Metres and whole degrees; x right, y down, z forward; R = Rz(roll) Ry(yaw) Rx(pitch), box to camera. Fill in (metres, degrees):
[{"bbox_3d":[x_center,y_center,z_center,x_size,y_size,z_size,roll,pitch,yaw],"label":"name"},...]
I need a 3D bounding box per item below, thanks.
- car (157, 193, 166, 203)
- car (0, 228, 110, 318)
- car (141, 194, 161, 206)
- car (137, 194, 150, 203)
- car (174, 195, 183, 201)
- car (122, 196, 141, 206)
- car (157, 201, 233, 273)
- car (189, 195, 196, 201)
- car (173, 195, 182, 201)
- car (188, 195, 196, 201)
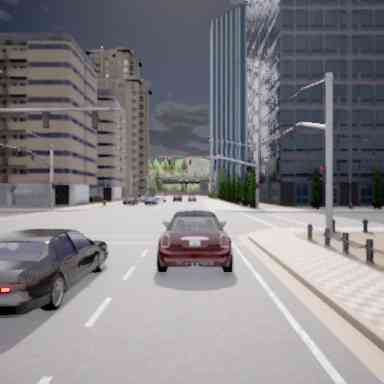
[{"bbox_3d":[-6.981,1.266,72.580,2.150,2.045,5.566,0,0,0],"label":"car"},{"bbox_3d":[-3.432,1.552,7.706,2.033,1.411,5.357,0,0,0],"label":"car"},{"bbox_3d":[-7.035,1.510,57.195,1.882,1.535,5.008,0,0,1],"label":"car"},{"bbox_3d":[-10.481,1.396,72.195,2.097,1.767,4.553,0,0,0],"label":"car"},{"bbox_3d":[-3.477,1.558,87.269,2.033,1.411,5.357,0,0,0],"label":"car"},{"bbox_3d":[-10.531,1.579,57.013,2.033,1.411,5.357,0,0,1],"label":"car"},{"bbox_3d":[0.086,1.360,10.901,2.097,1.767,4.553,0,0,0],"label":"car"},{"bbox_3d":[0.023,1.543,87.268,1.812,1.442,4.674,0,0,0],"label":"car"},{"bbox_3d":[-3.479,1.514,77.659,1.882,1.535,5.008,0,0,0],"label":"car"},{"bbox_3d":[0.021,1.591,78.774,1.994,1.385,4.181,0,0,0],"label":"car"}]
